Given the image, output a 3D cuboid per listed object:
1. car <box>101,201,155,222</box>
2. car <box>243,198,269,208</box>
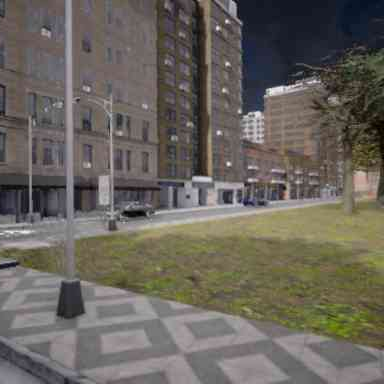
[{"bbox_3d":[-5.011,1.491,26.452,2.128,1.511,4.902,-1,0,36],"label":"car"},{"bbox_3d":[8.734,1.438,45.626,1.895,1.301,4.718,-1,0,36],"label":"car"}]
